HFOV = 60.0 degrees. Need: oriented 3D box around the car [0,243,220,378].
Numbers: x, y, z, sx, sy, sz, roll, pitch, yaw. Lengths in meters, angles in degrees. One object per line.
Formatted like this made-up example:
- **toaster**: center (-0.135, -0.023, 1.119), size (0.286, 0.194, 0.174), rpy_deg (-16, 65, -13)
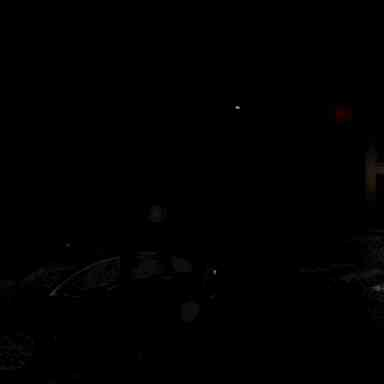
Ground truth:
- **car**: center (-1.534, 1.572, 5.440), size (4.403, 1.369, 2.008), rpy_deg (1, -1, -36)
